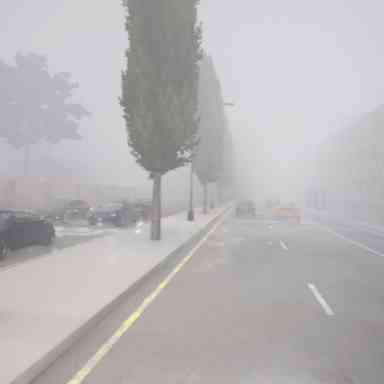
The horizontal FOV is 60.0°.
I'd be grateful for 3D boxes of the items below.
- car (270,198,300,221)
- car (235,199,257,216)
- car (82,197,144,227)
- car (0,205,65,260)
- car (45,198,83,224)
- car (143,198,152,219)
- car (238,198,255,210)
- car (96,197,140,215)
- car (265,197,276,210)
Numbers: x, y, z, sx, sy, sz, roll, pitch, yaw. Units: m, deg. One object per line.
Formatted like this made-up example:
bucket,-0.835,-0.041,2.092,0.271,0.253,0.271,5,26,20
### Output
car,8.163,1.589,28.875,1.882,1.535,5.008,2,1,10
car,5.250,1.504,32.500,2.128,1.511,4.902,2,0,9
car,-4.829,1.297,21.088,1.812,1.442,4.674,2,0,10
car,-6.516,1.328,11.381,1.994,1.385,4.181,2,0,9
car,-8.265,1.180,21.761,1.837,1.490,4.892,2,0,9
car,-4.008,1.262,26.531,2.128,1.511,4.902,2,0,9
car,7.247,1.581,44.624,1.994,1.385,4.181,2,0,8
car,-6.763,1.220,31.025,2.033,1.411,5.357,2,0,10
car,10.650,1.473,43.772,2.097,1.767,4.553,2,0,12
